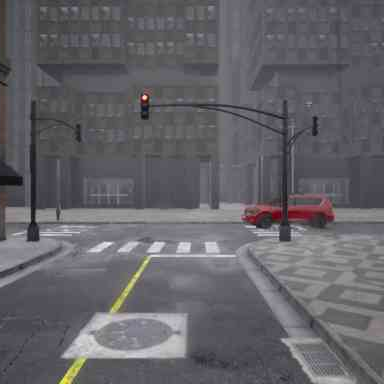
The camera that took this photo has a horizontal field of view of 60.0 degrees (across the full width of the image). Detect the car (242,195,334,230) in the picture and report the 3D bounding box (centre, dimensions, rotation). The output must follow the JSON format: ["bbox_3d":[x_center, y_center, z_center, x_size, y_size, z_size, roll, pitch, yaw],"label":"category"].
[{"bbox_3d":[5.996,1.210,20.856,5.566,2.045,2.150,0,0,-4],"label":"car"}]

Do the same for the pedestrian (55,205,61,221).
[{"bbox_3d":[-9.817,1.532,24.418,0.500,1.100,0.500,0,0,1],"label":"pedestrian"}]
